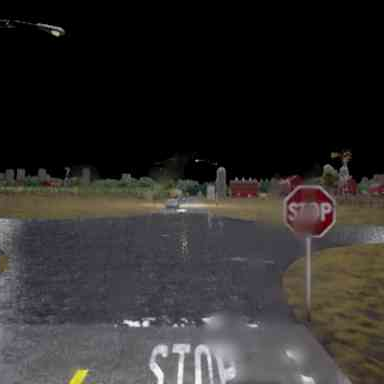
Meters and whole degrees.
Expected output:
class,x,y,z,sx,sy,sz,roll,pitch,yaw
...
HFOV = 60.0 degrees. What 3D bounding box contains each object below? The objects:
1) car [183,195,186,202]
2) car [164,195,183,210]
class,x,y,z,sx,sy,sz,roll,pitch,yaw
car,-2.291,1.463,72.437,1.837,1.490,4.892,0,0,1
car,-2.550,1.557,43.464,1.837,1.490,4.892,0,2,1
